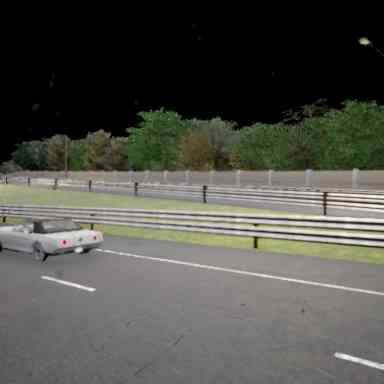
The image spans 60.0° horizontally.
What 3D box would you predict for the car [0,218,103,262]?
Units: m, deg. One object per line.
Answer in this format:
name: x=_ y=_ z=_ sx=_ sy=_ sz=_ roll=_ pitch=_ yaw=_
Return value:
car: x=-5.503 y=1.607 z=12.169 sx=4.718 sy=1.301 sz=1.895 roll=0 pitch=0 yaw=36
